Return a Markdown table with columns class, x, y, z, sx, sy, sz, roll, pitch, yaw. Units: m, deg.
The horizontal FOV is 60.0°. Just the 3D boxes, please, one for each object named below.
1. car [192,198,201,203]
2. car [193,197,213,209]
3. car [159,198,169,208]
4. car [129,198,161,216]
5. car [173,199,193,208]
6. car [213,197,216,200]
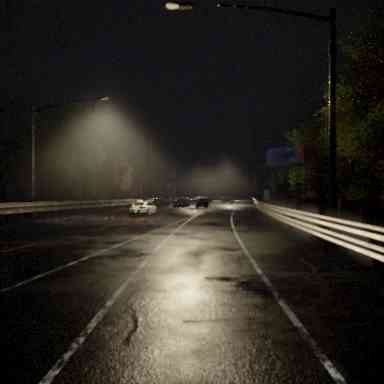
| class | x | y | z | sx | sy | sz | roll | pitch | yaw |
| --- | --- | --- | --- | --- | --- | --- | --- | --- | --- |
| car | 1.335 | 2.216 | 91.566 | 1.895 | 1.301 | 4.718 | 0 | -1 | 10 |
| car | 1.788 | 1.829 | 53.081 | 1.837 | 1.490 | 4.892 | 0 | 0 | 10 |
| car | -5.084 | 1.802 | 54.393 | 1.837 | 1.490 | 4.892 | 0 | 0 | 10 |
| car | -5.012 | 1.670 | 34.237 | 1.812 | 1.442 | 4.674 | 0 | 0 | 10 |
| car | -1.649 | 1.856 | 53.719 | 2.033 | 1.411 | 5.357 | 0 | 0 | 10 |
| car | 4.435 | 2.093 | 88.945 | 1.882 | 1.535 | 5.008 | 0 | -1 | 10 |
